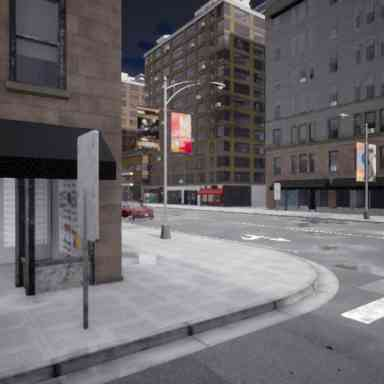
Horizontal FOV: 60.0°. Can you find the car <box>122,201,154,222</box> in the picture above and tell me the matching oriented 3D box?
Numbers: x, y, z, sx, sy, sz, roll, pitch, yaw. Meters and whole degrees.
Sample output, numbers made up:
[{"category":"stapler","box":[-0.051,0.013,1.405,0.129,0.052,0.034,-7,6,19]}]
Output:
[{"category":"car","box":[-4.969,1.508,27.707,1.882,1.535,5.008,0,0,-36]}]
